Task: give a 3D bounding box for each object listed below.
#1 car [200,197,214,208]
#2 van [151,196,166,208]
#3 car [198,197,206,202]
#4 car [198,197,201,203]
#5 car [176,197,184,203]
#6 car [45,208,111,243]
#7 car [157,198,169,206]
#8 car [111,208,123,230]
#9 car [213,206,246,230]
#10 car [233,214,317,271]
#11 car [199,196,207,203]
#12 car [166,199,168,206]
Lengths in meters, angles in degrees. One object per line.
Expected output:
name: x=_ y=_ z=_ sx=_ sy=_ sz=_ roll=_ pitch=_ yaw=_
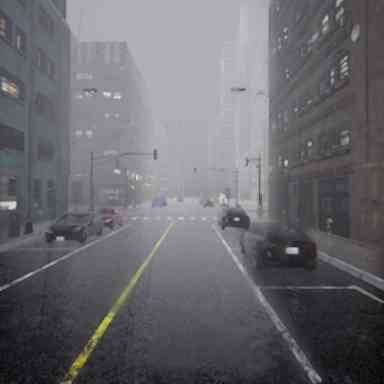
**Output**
car: x=2.695 y=1.890 z=54.478 sx=1.802 sy=1.307 sz=4.206 roll=0 pitch=0 yaw=0
van: x=-5.684 y=1.648 z=54.481 sx=1.690 sy=1.788 sz=3.998 roll=0 pitch=0 yaw=0
car: x=2.694 y=2.101 z=93.171 sx=2.008 sy=1.369 sz=4.403 roll=0 pitch=0 yaw=0
car: x=2.696 y=1.815 z=65.535 sx=1.967 sy=1.590 sz=4.097 roll=0 pitch=0 yaw=0
car: x=-3.001 y=1.980 z=84.634 sx=1.837 sy=1.490 sz=4.892 roll=0 pitch=0 yaw=0
car: x=-5.684 y=1.655 z=16.562 sx=1.947 sy=1.339 sz=4.313 roll=0 pitch=0 yaw=0
car: x=-5.686 y=1.919 z=65.535 sx=1.887 sy=1.381 sz=4.507 roll=0 pitch=0 yaw=0
car: x=-5.684 y=1.701 z=22.085 sx=1.802 sy=1.307 sz=4.206 roll=0 pitch=0 yaw=0
car: x=2.697 y=1.686 z=22.074 sx=1.947 sy=1.339 sz=4.313 roll=0 pitch=0 yaw=0
car: x=2.697 y=1.626 z=11.027 sx=1.947 sy=1.339 sz=4.313 roll=0 pitch=0 yaw=0
car: x=2.695 y=1.918 z=82.117 sx=1.967 sy=1.590 sz=4.097 roll=0 pitch=0 yaw=0
car: x=-5.684 y=1.656 z=60.008 sx=2.192 sy=1.841 sz=5.009 roll=0 pitch=0 yaw=0
